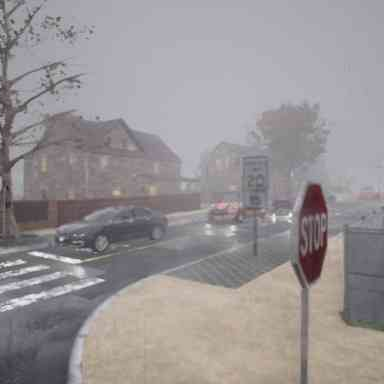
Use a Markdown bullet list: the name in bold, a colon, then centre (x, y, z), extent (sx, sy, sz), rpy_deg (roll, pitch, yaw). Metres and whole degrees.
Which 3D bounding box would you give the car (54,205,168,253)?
- **car**: centre (-2.991, 1.305, 13.165), extent (1.837, 1.490, 4.892), rpy_deg (0, 1, 36)

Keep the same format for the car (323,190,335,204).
- **car**: centre (14.943, 0.505, 37.908), extent (2.128, 1.511, 4.902), rpy_deg (0, 2, 36)

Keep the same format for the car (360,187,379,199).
- **car**: centre (25.396, 0.027, 47.401), extent (2.097, 1.767, 4.553), rpy_deg (0, 2, 36)

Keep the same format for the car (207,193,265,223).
- **car**: centre (2.893, 0.892, 21.303), extent (2.097, 1.767, 4.553), rpy_deg (0, 2, 36)

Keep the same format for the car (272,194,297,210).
- **car**: centre (8.785, 0.882, 29.445), extent (1.895, 1.301, 4.718), rpy_deg (0, 2, 36)
